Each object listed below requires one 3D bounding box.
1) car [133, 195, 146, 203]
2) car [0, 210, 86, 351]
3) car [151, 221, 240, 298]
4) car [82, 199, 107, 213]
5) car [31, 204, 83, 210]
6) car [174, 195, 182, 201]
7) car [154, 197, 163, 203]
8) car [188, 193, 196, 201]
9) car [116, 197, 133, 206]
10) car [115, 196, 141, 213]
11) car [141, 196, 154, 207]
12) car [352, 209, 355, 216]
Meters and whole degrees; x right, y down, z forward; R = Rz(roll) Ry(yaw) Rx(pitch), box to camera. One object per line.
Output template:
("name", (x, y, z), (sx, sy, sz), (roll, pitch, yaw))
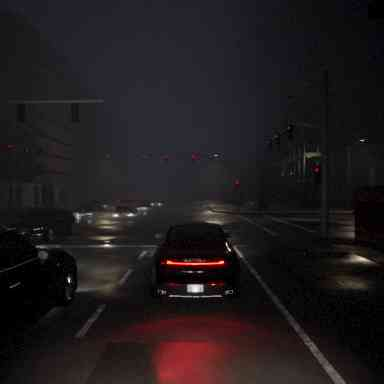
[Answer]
("car", (-10.695, 1.478, 68.346), (1.882, 1.535, 5.008), (0, 0, 1))
("car", (-3.445, 1.352, 5.153), (2.097, 1.767, 4.553), (0, 0, 0))
("car", (0.081, 1.505, 8.476), (1.837, 1.490, 4.892), (0, 0, 0))
("car", (-11.347, 1.553, 37.975), (2.033, 1.411, 5.357), (0, 0, 5))
("car", (-7.152, 1.516, 16.224), (1.837, 1.490, 4.892), (0, -1, 0))
("car", (-3.517, 1.553, 84.269), (1.994, 1.385, 4.181), (0, 0, 1))
("car", (-7.186, 1.601, 68.951), (1.895, 1.301, 4.718), (0, 0, 1))
("car", (-0.014, 1.225, 84.494), (2.150, 2.045, 5.566), (0, 0, 1))
("car", (-10.933, 1.525, 53.950), (1.812, 1.442, 4.674), (0, 0, 1))
("car", (-7.408, 1.485, 37.632), (1.882, 1.535, 5.008), (0, 0, -1))
("car", (-7.463, 1.492, 50.614), (2.128, 1.511, 4.902), (0, 0, 0))
("car", (15.972, 1.656, 27.702), (4.718, 1.301, 1.895), (0, 0, 0))
